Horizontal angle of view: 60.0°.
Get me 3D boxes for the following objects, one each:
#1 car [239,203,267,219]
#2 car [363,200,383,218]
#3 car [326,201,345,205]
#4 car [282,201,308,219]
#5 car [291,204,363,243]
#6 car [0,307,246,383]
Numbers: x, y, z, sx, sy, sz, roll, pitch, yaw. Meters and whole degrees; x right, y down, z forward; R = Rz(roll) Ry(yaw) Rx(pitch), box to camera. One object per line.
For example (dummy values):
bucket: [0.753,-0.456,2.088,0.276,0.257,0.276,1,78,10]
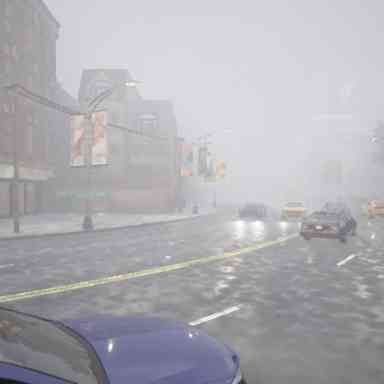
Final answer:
car: [5.474,1.634,29.513,1.895,1.301,4.718,0,0,19]
car: [16.439,1.472,29.474,1.882,1.535,5.008,0,0,15]
car: [13.061,1.547,30.390,2.033,1.411,5.357,0,0,15]
car: [8.796,1.494,28.409,1.882,1.535,5.008,0,0,19]
car: [6.763,1.555,16.252,2.033,1.411,5.357,0,0,33]
car: [-1.651,1.523,2.101,4.674,1.442,1.812,0,0,-36]
